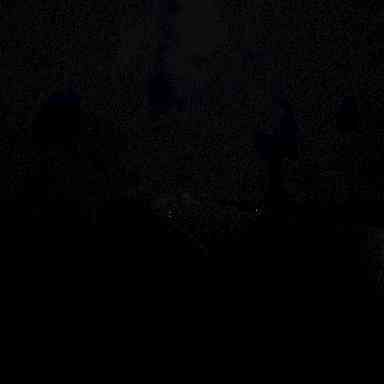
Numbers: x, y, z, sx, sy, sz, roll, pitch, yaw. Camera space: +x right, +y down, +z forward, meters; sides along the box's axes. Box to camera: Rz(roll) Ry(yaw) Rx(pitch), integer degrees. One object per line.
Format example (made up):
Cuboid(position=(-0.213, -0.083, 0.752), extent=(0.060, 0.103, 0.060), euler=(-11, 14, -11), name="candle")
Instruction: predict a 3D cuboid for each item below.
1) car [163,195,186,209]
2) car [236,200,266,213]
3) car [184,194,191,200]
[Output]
Cuboid(position=(-2.468, 1.519, 44.939), extent=(1.994, 1.385, 4.181), euler=(0, 0, -9), name="car")
Cuboid(position=(6.095, 1.518, 35.118), extent=(1.895, 1.301, 4.718), euler=(0, 0, -8), name="car")
Cuboid(position=(-1.599, 1.353, 86.949), extent=(1.812, 1.442, 4.674), euler=(0, 0, -8), name="car")
